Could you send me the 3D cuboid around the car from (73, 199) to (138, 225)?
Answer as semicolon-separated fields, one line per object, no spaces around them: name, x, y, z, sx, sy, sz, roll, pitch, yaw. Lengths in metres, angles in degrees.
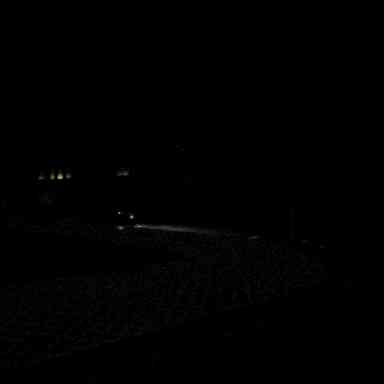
car;-5.689;1.230;21.695;4.902;1.511;2.128;1;1;34
